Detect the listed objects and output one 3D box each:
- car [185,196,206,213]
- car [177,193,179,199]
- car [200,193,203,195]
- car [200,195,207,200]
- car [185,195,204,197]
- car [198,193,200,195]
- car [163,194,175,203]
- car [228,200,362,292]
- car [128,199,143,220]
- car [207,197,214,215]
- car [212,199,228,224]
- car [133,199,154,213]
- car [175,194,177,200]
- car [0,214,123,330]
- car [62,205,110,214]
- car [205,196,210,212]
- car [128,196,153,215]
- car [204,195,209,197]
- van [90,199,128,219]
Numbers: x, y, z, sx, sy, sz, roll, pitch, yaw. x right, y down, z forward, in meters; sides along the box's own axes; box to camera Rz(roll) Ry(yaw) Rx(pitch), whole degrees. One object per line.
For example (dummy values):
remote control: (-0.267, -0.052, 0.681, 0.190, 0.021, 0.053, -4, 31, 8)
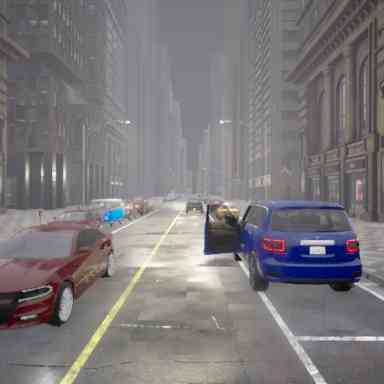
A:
car: (0.284, 1.520, 36.745, 1.837, 1.490, 4.892, 0, 0, 0)
car: (-5.245, 1.608, 89.410, 1.887, 1.381, 4.507, 0, 0, 0)
car: (3.182, 1.486, 72.521, 1.967, 1.590, 4.097, 0, 0, 0)
car: (3.313, 1.620, 94.996, 2.008, 1.369, 4.403, 0, 0, 0)
car: (0.302, 1.512, 47.016, 2.128, 1.511, 4.902, 0, 0, 1)
car: (3.247, 1.372, 83.758, 2.192, 1.841, 5.009, 0, 0, 0)
car: (-5.343, 1.628, 72.555, 1.802, 1.307, 4.206, 0, 0, 0)
car: (2.444, 1.224, 9.114, 2.150, 2.045, 5.566, 0, 0, 0)
car: (-5.605, 1.562, 27.609, 2.008, 1.369, 4.403, 0, 0, 0)
car: (2.985, 1.598, 38.809, 1.802, 1.307, 4.206, 0, 0, 0)
car: (2.921, 1.536, 27.741, 1.752, 1.417, 4.829, 0, 0, 0)
car: (-5.541, 1.542, 38.676, 1.752, 1.417, 4.829, 0, 0, 0)
car: (-5.310, 1.617, 78.174, 1.947, 1.339, 4.313, 0, 0, 0)
car: (-3.062, 1.480, 7.287, 1.882, 1.535, 5.008, 0, 0, 0)
car: (-5.671, 1.550, 16.372, 1.887, 1.381, 4.507, 0, 0, 0)
car: (3.018, 1.601, 44.427, 1.802, 1.307, 4.206, 0, 0, 0)
car: (-5.572, 1.329, 33.228, 2.192, 1.841, 5.009, 0, 0, 0)
car: (3.052, 1.548, 50.216, 1.752, 1.417, 4.829, 0, 0, 0)
van: (-5.638, 1.349, 21.991, 1.690, 1.788, 3.998, 0, 0, 0)
